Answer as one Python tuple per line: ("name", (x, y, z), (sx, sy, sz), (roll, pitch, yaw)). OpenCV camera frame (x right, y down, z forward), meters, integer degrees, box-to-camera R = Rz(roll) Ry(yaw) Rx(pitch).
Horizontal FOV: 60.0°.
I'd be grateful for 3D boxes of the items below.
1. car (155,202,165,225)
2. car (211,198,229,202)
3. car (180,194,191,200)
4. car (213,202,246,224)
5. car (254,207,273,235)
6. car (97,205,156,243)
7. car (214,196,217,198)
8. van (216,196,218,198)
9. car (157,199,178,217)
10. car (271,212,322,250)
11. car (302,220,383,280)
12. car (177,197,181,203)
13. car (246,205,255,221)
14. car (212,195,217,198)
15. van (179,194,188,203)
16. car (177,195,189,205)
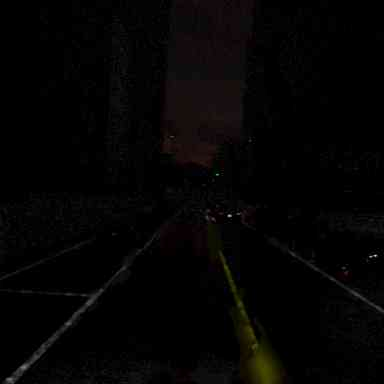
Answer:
("car", (-2.975, 1.516, 20.902), (1.802, 1.307, 4.206), (2, 0, 1))
("car", (3.602, 1.855, 40.255), (1.837, 1.490, 4.892), (3, 0, 8))
("car", (-2.025, 1.433, 69.679), (2.192, 1.841, 5.009), (2, 0, 1))
("car", (2.990, 1.840, 27.818), (1.994, 1.385, 4.181), (3, 0, 2))
("car", (5.548, 1.939, 21.261), (2.008, 1.369, 4.403), (2, 0, 1))
("car", (-3.077, 1.452, 15.526), (1.887, 1.381, 4.507), (2, 0, 1))
("car", (6.586, 2.149, 75.200), (1.947, 1.339, 4.313), (2, 0, 1))
("van", (6.486, 1.910, 69.522), (1.690, 1.788, 3.998), (2, 0, 1))
("car", (-2.767, 1.535, 31.656), (2.008, 1.369, 4.403), (2, 0, 1))
("car", (5.448, 1.928, 16.060), (1.947, 1.339, 4.313), (2, 0, 1))
("car", (5.348, 1.900, 10.858), (1.947, 1.339, 4.313), (2, 0, 1))
("car", (-2.665, 1.573, 37.034), (1.947, 1.339, 4.313), (2, 0, 1))
("car", (5.752, 1.963, 31.835), (1.752, 1.417, 4.829), (2, 0, 1))
("car", (6.810, 2.132, 86.727), (1.752, 1.417, 4.829), (3, 0, 1))
("van", (-1.917, 1.474, 75.358), (1.690, 1.788, 3.998), (2, 0, 1))
("car", (-2.146, 1.684, 63.999), (1.802, 1.307, 4.206), (2, 0, 1))
